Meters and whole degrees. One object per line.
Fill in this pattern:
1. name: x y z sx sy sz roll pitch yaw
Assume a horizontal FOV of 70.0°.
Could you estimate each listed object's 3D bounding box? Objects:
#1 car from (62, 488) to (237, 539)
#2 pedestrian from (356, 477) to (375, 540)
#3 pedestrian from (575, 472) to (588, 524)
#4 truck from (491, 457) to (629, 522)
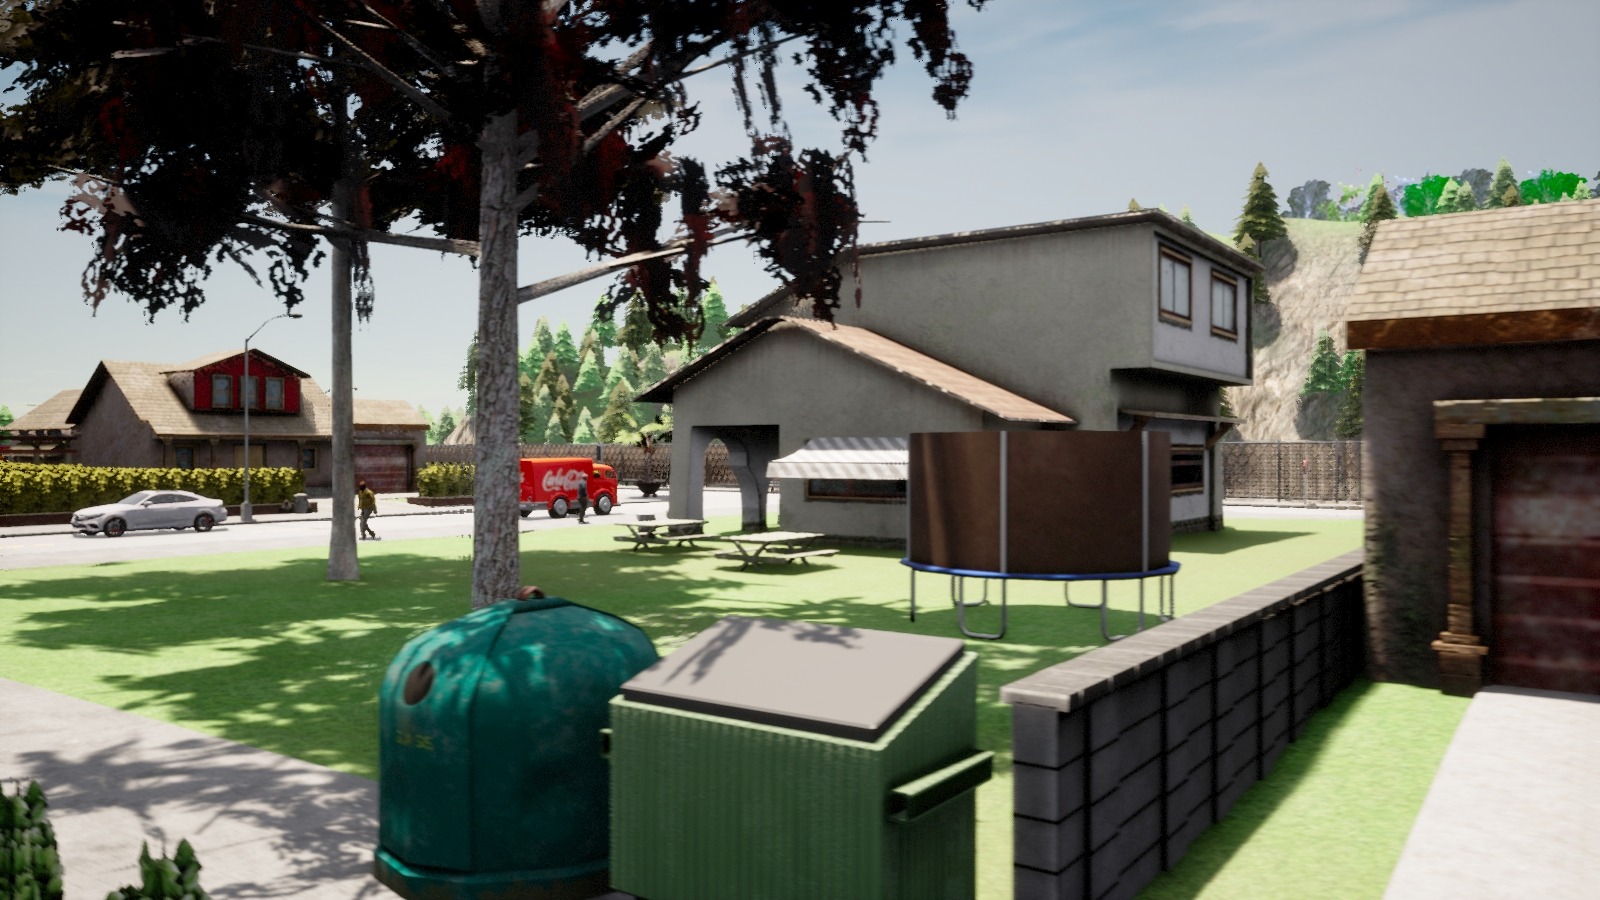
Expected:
1. car: -21.661 2.076 38.199 2.002 1.442 4.674 0 0 35
2. pedestrian: -12.919 1.739 33.964 0.375 1.860 0.375 0 0 35
3. pedestrian: -7.945 1.740 41.556 0.375 1.860 0.375 0 0 -31
4. truck: -9.928 1.566 47.660 2.627 2.467 5.204 0 0 35
